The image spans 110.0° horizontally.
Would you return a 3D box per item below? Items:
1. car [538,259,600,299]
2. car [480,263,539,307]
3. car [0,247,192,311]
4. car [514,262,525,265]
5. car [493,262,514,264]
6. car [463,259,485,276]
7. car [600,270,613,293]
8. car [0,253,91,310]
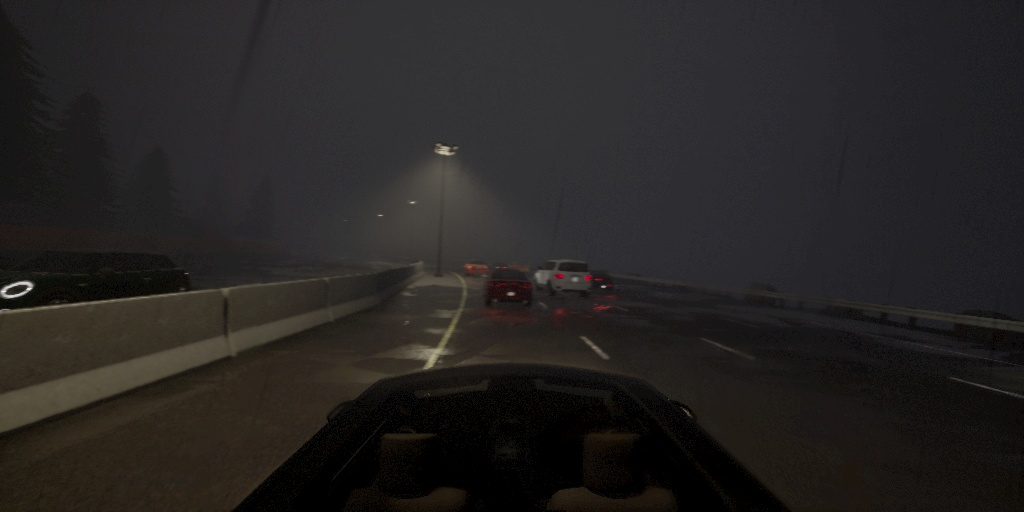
[{"bbox_3d":[2.825,1.241,20.883,2.150,2.045,5.566,3,0,-8],"label":"car"},{"bbox_3d":[-0.305,1.307,16.309,1.882,1.535,5.008,3,0,-6],"label":"car"},{"bbox_3d":[-10.514,0.610,8.774,2.097,1.767,4.553,3,0,-4],"label":"car"},{"bbox_3d":[0.664,1.560,47.679,1.882,1.535,5.008,4,0,-17],"label":"car"},{"bbox_3d":[-1.633,1.439,42.739,1.837,1.490,4.892,4,0,-15],"label":"car"},{"bbox_3d":[-3.723,1.137,36.481,2.097,1.767,4.553,3,0,-13],"label":"car"},{"bbox_3d":[5.532,1.693,25.504,1.837,1.490,4.892,4,0,-9],"label":"car"},{"bbox_3d":[-14.036,0.644,9.053,1.994,1.385,4.181,3,0,-4],"label":"car"}]
